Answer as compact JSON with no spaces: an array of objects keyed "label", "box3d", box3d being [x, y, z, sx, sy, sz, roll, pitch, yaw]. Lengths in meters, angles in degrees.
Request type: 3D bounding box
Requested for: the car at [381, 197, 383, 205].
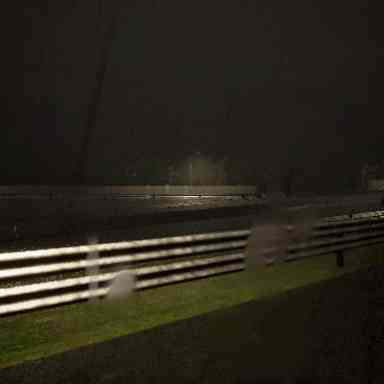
[{"label":"car","box3d":[33.228,1.190,54.625,4.553,1.767,2.097,-3,2,-28]}]
